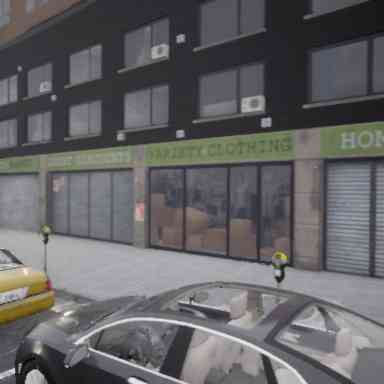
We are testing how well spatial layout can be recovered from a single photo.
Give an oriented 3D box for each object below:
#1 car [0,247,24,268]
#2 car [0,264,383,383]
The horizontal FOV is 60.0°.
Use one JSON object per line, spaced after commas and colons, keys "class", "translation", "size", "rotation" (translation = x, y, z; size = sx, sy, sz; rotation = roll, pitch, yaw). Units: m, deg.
{"class": "car", "translation": [-4.584, 1.522, 6.356], "size": [4.829, 1.417, 1.752], "rotation": [0, 1, 35]}
{"class": "car", "translation": [0.103, 1.550, 3.016], "size": [4.403, 1.369, 2.008], "rotation": [0, 1, 35]}
